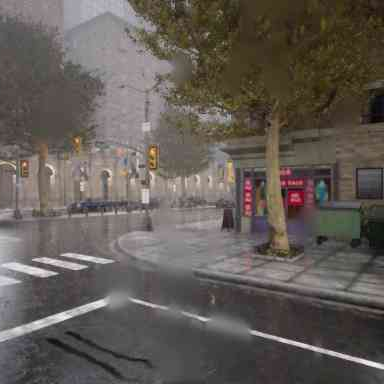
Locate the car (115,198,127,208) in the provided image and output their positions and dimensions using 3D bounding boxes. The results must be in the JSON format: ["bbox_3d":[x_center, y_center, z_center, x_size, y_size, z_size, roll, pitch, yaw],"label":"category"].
[{"bbox_3d":[-10.121,1.595,47.893,1.895,1.301,4.718,0,0,36],"label":"car"}]

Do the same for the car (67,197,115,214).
[{"bbox_3d":[-10.931,1.352,35.423,2.097,1.767,4.553,0,0,36],"label":"car"}]

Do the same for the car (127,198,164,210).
[{"bbox_3d":[-5.639,1.505,42.739,1.837,1.490,4.892,0,0,36],"label":"car"}]

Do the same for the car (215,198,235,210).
[{"bbox_3d":[4.882,1.505,43.300,1.837,1.490,4.892,0,0,36],"label":"car"}]

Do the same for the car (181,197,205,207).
[{"bbox_3d":[0.183,1.505,50.778,1.837,1.490,4.892,0,0,36],"label":"car"}]
